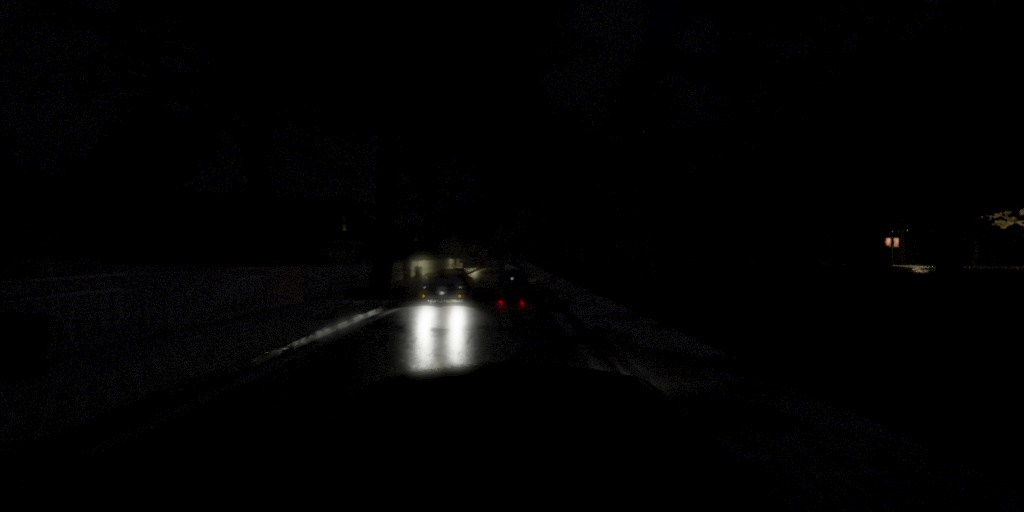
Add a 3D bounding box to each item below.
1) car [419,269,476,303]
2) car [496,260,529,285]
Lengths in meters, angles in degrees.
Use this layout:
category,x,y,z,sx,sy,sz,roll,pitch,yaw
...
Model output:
category,x,y,z,sx,sy,sz,roll,pitch,yaw
car,-2.758,1.262,16.077,1.994,1.385,4.181,0,0,0
car,0.020,1.205,24.831,1.812,1.442,4.674,0,0,0
